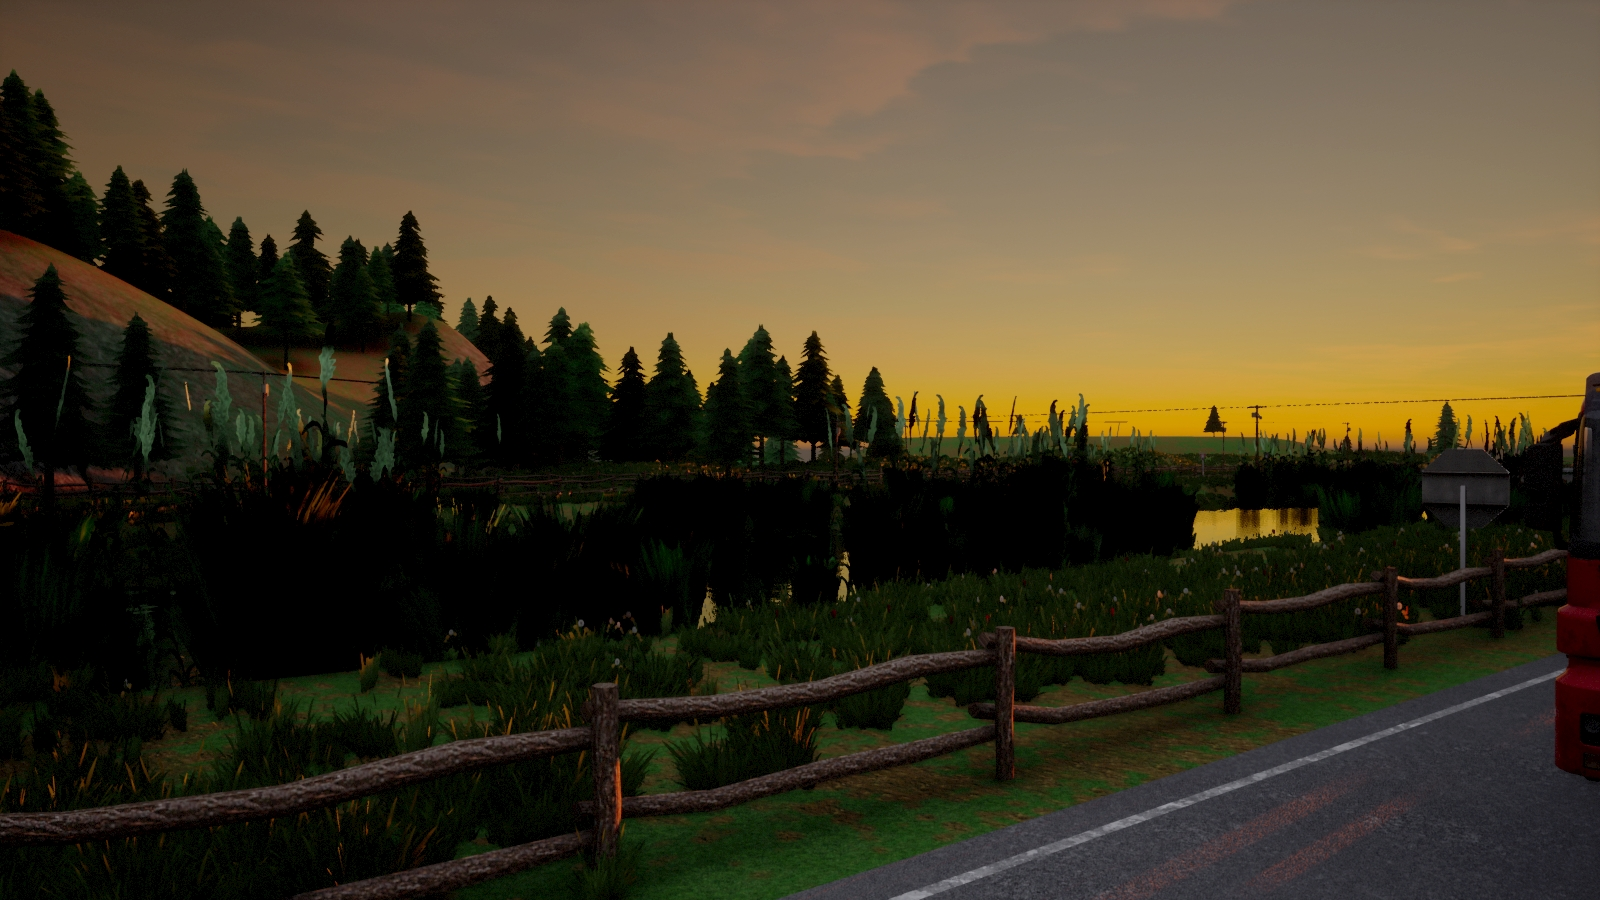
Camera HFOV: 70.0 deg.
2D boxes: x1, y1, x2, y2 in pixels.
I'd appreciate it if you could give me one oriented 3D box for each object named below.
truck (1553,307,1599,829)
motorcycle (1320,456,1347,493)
[{"bbox_3d":[9.435,0.862,10.925,2.891,3.827,8.468,0,0,39],"label":"truck"},{"bbox_3d":[34.806,1.577,74.501,2.033,2.348,0.803,0,0,-39],"label":"motorcycle"}]
